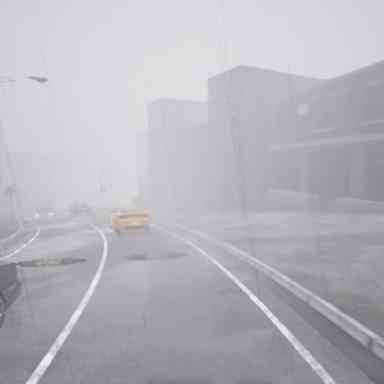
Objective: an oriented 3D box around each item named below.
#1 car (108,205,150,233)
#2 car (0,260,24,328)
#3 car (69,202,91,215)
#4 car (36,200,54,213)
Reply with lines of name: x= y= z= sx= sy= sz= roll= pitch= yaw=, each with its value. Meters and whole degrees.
car: x=-3.928 y=1.523 z=20.239 sx=1.882 sy=1.535 sz=5.008 roll=-2 pitch=0 yaw=-20
car: x=-3.918 y=1.591 z=3.948 sx=2.033 sy=1.411 sz=5.357 roll=-1 pitch=0 yaw=-5
car: x=-13.097 y=1.842 z=38.753 sx=1.994 sy=1.385 sz=4.181 roll=-3 pitch=0 yaw=-27
car: x=-19.866 y=1.854 z=45.053 sx=2.097 sy=1.767 sz=4.553 roll=-2 pitch=0 yaw=-20
